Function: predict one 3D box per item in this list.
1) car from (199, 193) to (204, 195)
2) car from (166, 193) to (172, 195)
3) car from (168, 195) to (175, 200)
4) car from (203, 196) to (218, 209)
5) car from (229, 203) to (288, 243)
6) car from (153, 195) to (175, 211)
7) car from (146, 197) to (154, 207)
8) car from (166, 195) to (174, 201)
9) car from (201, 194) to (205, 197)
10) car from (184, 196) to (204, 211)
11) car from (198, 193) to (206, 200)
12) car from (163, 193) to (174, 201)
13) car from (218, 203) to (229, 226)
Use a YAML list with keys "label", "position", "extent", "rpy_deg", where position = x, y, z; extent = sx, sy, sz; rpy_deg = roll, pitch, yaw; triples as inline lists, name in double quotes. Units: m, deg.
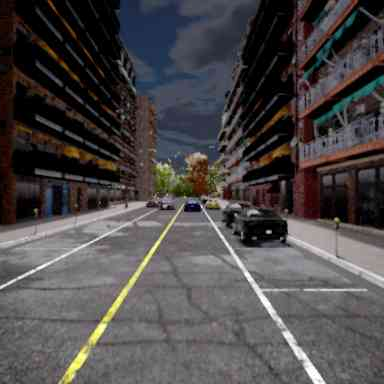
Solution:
- label: "car"
  position: [2.843, 1.504, 71.926]
  extent: [1.752, 1.417, 4.829]
  rpy_deg: [1, 0, 0]
- label: "car"
  position: [-5.804, 1.528, 77.358]
  extent: [2.008, 1.369, 4.403]
  rpy_deg: [1, 0, 0]
- label: "car"
  position: [-5.804, 1.558, 94.063]
  extent: [1.802, 1.307, 4.206]
  rpy_deg: [1, 0, 0]
- label: "car"
  position: [2.713, 1.510, 44.086]
  extent: [1.752, 1.417, 4.829]
  rpy_deg: [1, 0, 0]
- label: "car"
  position: [3.142, 1.471, 16.067]
  extent: [1.882, 1.535, 5.008]
  rpy_deg: [0, 0, 0]
- label: "car"
  position: [-3.089, 1.476, 40.643]
  extent: [2.128, 1.511, 4.902]
  rpy_deg: [0, 0, 0]
- label: "car"
  position: [-5.694, 1.423, 49.517]
  extent: [1.967, 1.590, 4.097]
  rpy_deg: [1, 0, 0]
- label: "car"
  position: [-5.804, 1.542, 88.495]
  extent: [1.947, 1.339, 4.313]
  rpy_deg: [1, 0, 0]
- label: "car"
  position: [2.776, 1.546, 61.262]
  extent: [1.947, 1.339, 4.313]
  rpy_deg: [1, 0, 0]
- label: "car"
  position: [0.068, 1.549, 39.909]
  extent: [1.994, 1.385, 4.181]
  rpy_deg: [0, 0, 0]
- label: "car"
  position: [2.847, 1.291, 94.028]
  extent: [2.192, 1.841, 5.009]
  rpy_deg: [1, 0, 0]
- label: "car"
  position: [-5.801, 1.292, 82.926]
  extent: [2.192, 1.841, 5.009]
  rpy_deg: [1, 0, 0]
- label: "car"
  position: [3.142, 1.468, 23.067]
  extent: [1.882, 1.535, 5.008]
  rpy_deg: [0, 0, 0]
